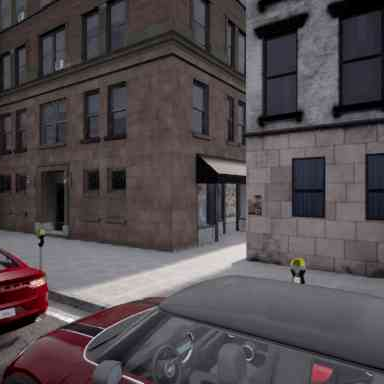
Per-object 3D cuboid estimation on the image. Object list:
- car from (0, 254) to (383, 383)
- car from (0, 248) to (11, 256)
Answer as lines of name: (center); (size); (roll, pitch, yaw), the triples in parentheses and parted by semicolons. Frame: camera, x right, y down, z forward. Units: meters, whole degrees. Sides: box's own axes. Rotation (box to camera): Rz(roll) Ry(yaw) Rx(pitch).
car: (0.267, 1.440, 2.615); (4.097, 1.590, 1.967); (0, 0, 35)
car: (-4.382, 1.545, 5.883); (4.507, 1.381, 1.887); (0, 0, 35)
